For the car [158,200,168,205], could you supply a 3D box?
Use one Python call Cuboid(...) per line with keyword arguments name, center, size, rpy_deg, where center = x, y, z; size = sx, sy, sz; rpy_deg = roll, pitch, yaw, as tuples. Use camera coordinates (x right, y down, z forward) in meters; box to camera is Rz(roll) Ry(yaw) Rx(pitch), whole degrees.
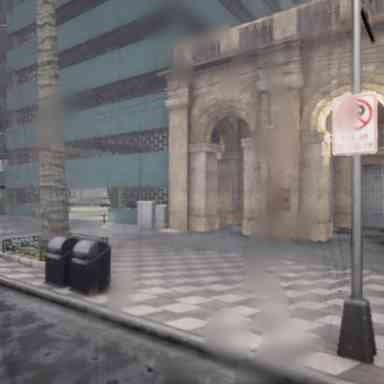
Cuboid(name="car", center=(-0.485, 1.030, 26.096), size=(5.566, 2.045, 2.435), rpy_deg=(0, 0, 36))
